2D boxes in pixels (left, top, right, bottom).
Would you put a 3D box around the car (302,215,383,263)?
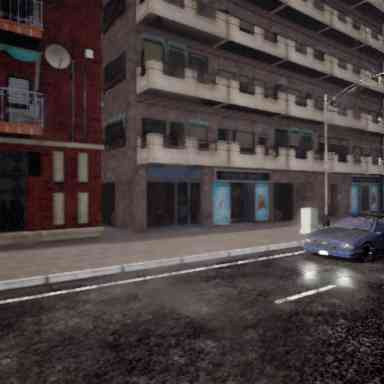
[{"bbox_3d":[6.399,1.563,12.241,5.357,1.411,2.033,0,0,-35],"label":"car"}]
